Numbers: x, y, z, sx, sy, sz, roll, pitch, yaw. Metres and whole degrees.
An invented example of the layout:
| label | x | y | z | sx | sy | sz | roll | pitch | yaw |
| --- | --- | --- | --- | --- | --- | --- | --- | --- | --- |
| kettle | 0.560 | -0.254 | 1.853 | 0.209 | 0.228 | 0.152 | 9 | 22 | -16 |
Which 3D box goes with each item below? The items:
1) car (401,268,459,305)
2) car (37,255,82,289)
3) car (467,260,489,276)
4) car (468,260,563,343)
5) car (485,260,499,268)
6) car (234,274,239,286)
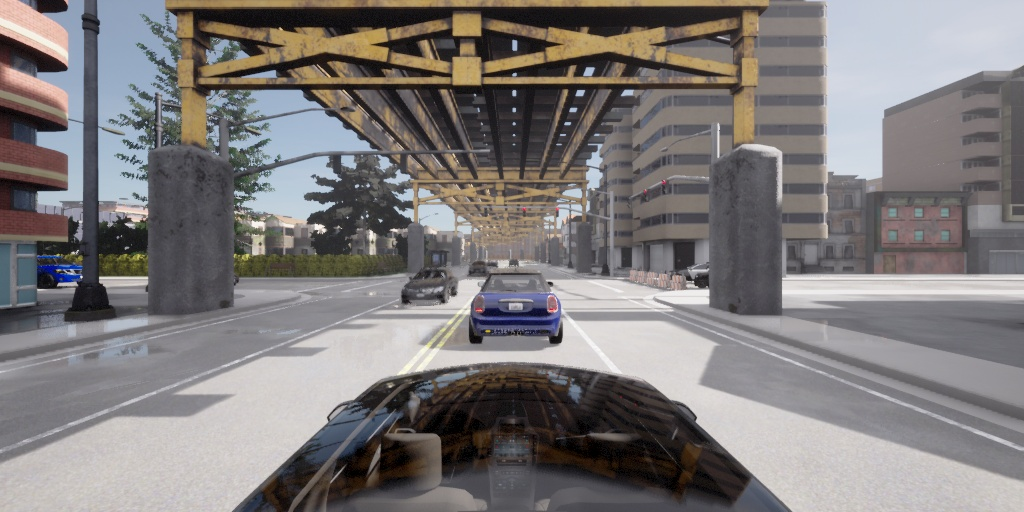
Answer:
| label | x | y | z | sx | sy | sz | roll | pitch | yaw |
| --- | --- | --- | --- | --- | --- | --- | --- | --- | --- |
| car | -3.551 | 1.276 | 16.263 | 1.812 | 1.442 | 4.674 | 0 | 0 | 0 |
| car | -29.647 | 0.971 | 22.512 | 5.566 | 2.045 | 2.150 | 0 | 0 | 0 |
| car | -3.472 | 1.254 | 37.889 | 1.837 | 1.490 | 4.892 | 0 | 0 | 0 |
| car | 0.102 | 1.102 | 9.794 | 2.097 | 1.767 | 4.553 | 0 | 0 | 1 |
| car | -3.317 | 1.351 | 60.410 | 1.895 | 1.301 | 4.718 | 0 | 0 | 1 |
| car | -19.785 | 1.276 | 22.452 | 4.674 | 1.442 | 1.812 | 0 | 0 | 0 |
